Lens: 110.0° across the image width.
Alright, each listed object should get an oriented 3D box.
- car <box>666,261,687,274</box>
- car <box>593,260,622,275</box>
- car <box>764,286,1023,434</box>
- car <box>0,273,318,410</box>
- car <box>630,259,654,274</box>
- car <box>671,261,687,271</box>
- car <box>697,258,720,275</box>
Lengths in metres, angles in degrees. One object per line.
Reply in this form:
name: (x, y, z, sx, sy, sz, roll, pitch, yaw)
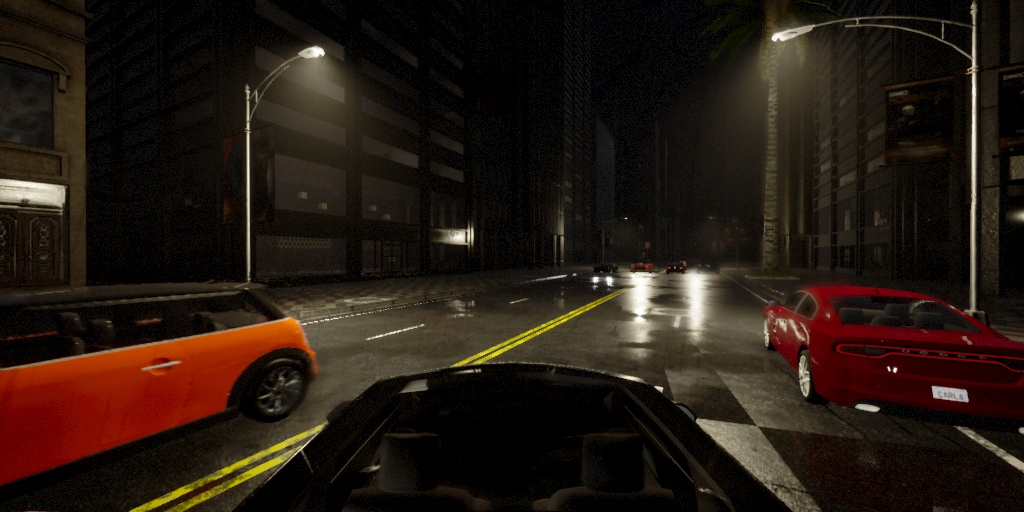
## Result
car: (18.597, 1.316, 40.701, 2.033, 1.411, 5.357, 0, 0, 27)
car: (10.307, 1.365, 39.221, 1.895, 1.301, 4.718, 0, 0, 27)
car: (5.507, 1.228, 5.786, 1.882, 1.535, 5.008, 0, 0, 27)
car: (-4.436, 1.102, 3.355, 2.097, 1.767, 4.553, 0, 0, 27)
car: (14.989, 1.119, 41.224, 2.097, 1.767, 4.553, 0, 0, 27)
car: (23.473, 1.379, 50.206, 1.895, 1.301, 4.718, 0, 0, 27)
car: (21.984, 1.121, 40.196, 2.097, 1.767, 4.553, 0, 0, 27)
